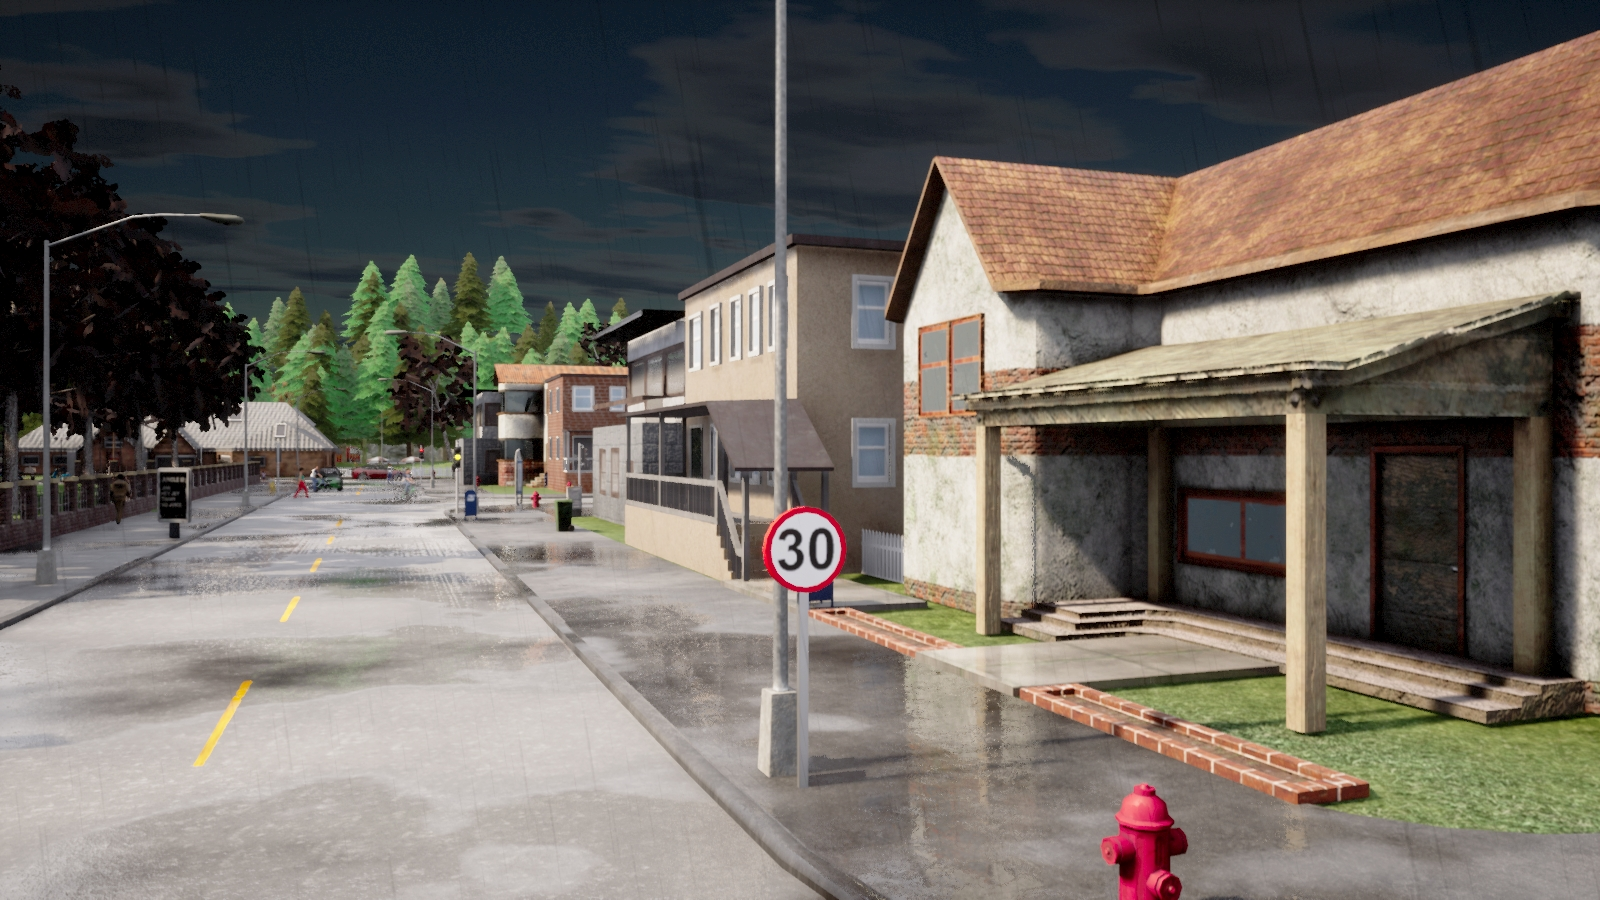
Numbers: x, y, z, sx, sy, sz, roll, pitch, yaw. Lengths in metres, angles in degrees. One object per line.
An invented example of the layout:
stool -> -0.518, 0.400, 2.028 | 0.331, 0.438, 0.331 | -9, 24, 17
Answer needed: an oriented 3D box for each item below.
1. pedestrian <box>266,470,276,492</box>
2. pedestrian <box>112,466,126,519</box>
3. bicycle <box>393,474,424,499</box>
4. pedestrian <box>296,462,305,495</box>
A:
pedestrian -> -31.044, 1.802, 67.059 | 0.375, 1.300, 0.375 | 0, 0, 20
pedestrian -> -24.401, 1.522, 40.936 | 0.375, 1.860, 0.375 | 0, 0, -20
bicycle -> -21.007, 1.937, 61.303 | 1.643, 1.296, 0.373 | 0, -3, 22
pedestrian -> -28.199, 1.627, 64.488 | 0.375, 1.860, 0.375 | 0, 0, -36
